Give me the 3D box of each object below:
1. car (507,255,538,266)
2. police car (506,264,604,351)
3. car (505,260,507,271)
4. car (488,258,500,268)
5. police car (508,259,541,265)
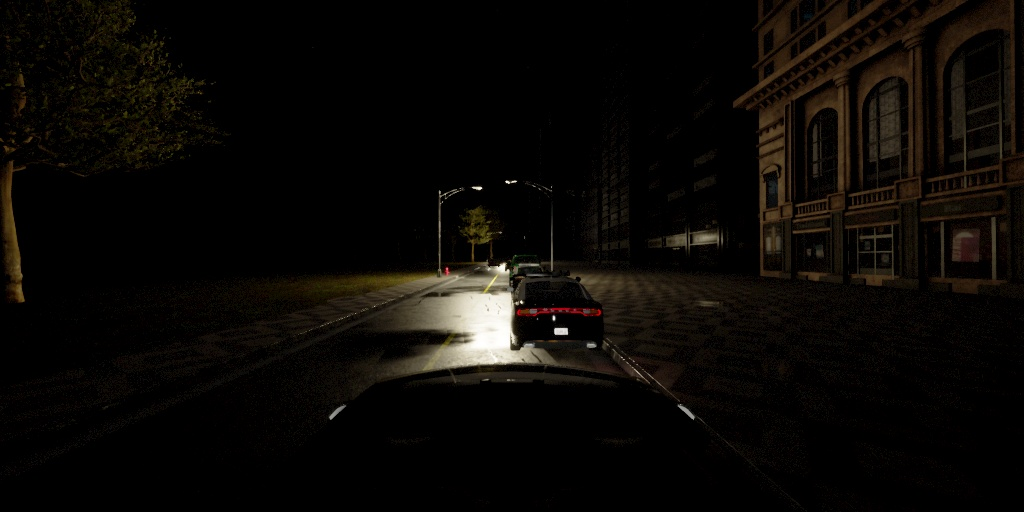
[{"bbox_3d":[0.894,0.963,25.070,2.150,2.045,5.566,0,0,0],"label":"car"},{"bbox_3d":[0.899,1.175,9.149,1.930,1.638,5.238,0,0,0],"label":"police car"},{"bbox_3d":[0.015,1.253,46.600,2.033,1.411,5.357,0,0,1],"label":"car"},{"bbox_3d":[-3.009,1.155,60.163,1.882,1.535,5.008,0,0,0],"label":"car"},{"bbox_3d":[0.897,1.170,19.150,1.930,1.638,5.238,0,0,0],"label":"police car"}]
